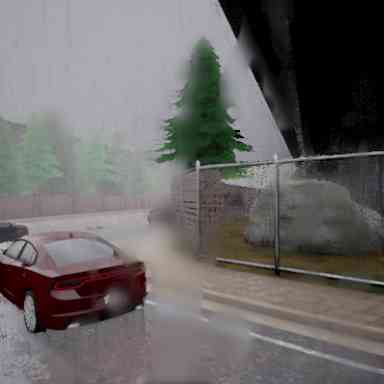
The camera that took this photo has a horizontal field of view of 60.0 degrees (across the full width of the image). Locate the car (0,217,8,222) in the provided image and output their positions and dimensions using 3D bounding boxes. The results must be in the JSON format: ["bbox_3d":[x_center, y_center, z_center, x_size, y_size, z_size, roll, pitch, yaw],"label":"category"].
[{"bbox_3d":[-9.388,1.802,14.901,2.033,1.411,5.357,0,-1,1],"label":"car"}]

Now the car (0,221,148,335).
[{"bbox_3d":[-2.925,1.593,7.152,1.882,1.535,5.008,0,0,-42],"label":"car"}]

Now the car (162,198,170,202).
[{"bbox_3d":[-1.869,1.772,39.318,2.150,2.045,5.566,-1,-1,18],"label":"car"}]

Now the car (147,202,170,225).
[{"bbox_3d":[-2.012,1.882,27.631,2.128,1.511,4.902,-1,-1,18],"label":"car"}]
